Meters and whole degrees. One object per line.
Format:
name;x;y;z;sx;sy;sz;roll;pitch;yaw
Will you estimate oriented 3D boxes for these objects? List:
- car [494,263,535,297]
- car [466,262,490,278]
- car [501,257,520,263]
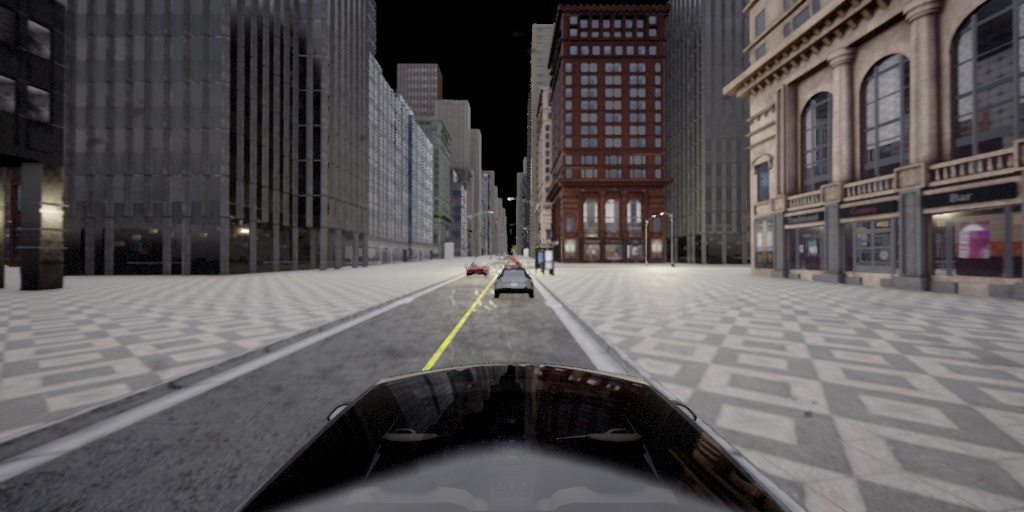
car;0.102;1.266;18.474;1.994;1.385;4.181;0;0;0
car;-3.071;1.247;32.757;1.895;1.301;4.718;0;0;0
car;0.108;1.158;35.884;1.812;1.442;4.674;0;0;0
